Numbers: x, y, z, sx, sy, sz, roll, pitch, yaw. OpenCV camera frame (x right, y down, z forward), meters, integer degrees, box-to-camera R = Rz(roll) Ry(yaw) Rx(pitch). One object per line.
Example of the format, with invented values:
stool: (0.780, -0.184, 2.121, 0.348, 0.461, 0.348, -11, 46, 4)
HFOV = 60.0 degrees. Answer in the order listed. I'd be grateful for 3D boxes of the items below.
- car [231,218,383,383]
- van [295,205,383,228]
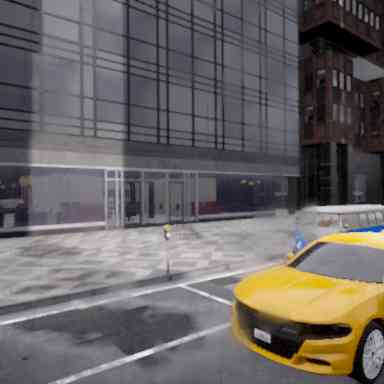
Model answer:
car: (2.839, 1.461, 5.574, 5.008, 1.535, 1.882, -1, 0, -37)
van: (4.929, 1.311, 10.522, 3.998, 1.788, 1.690, 0, 0, -37)
